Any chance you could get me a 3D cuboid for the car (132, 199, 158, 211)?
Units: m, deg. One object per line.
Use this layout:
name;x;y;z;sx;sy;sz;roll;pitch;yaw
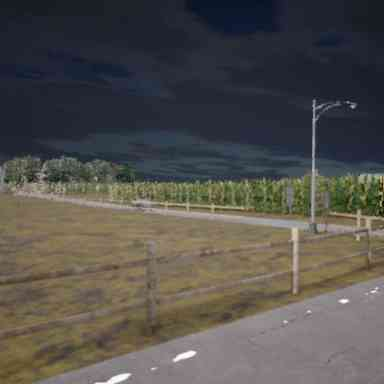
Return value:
car;-6.048;1.662;42.506;1.812;1.442;4.674;2;-1;-35
